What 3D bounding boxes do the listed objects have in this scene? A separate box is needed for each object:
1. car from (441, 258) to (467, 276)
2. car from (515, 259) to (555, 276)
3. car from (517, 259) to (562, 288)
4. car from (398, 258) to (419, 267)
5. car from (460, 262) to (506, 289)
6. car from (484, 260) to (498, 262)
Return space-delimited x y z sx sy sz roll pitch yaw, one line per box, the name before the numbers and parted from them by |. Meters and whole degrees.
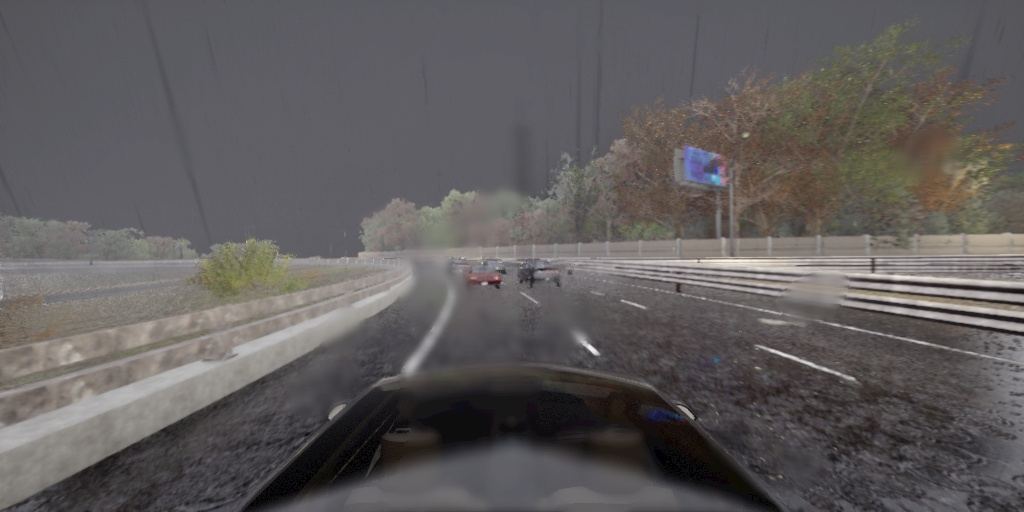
car | -5.126 1.057 34.175 2.128 1.511 4.902 -1 0 -17
car | 2.093 1.013 34.513 2.033 1.411 5.357 -1 0 -17
car | 1.590 1.061 22.215 2.128 1.511 4.902 -1 1 -11
car | -17.741 1.056 60.496 1.812 1.442 4.674 -1 1 -33
car | -1.877 1.220 21.658 1.895 1.301 4.718 -1 0 -11
car | -2.088 1.074 36.101 1.994 1.385 4.181 -1 1 -18
